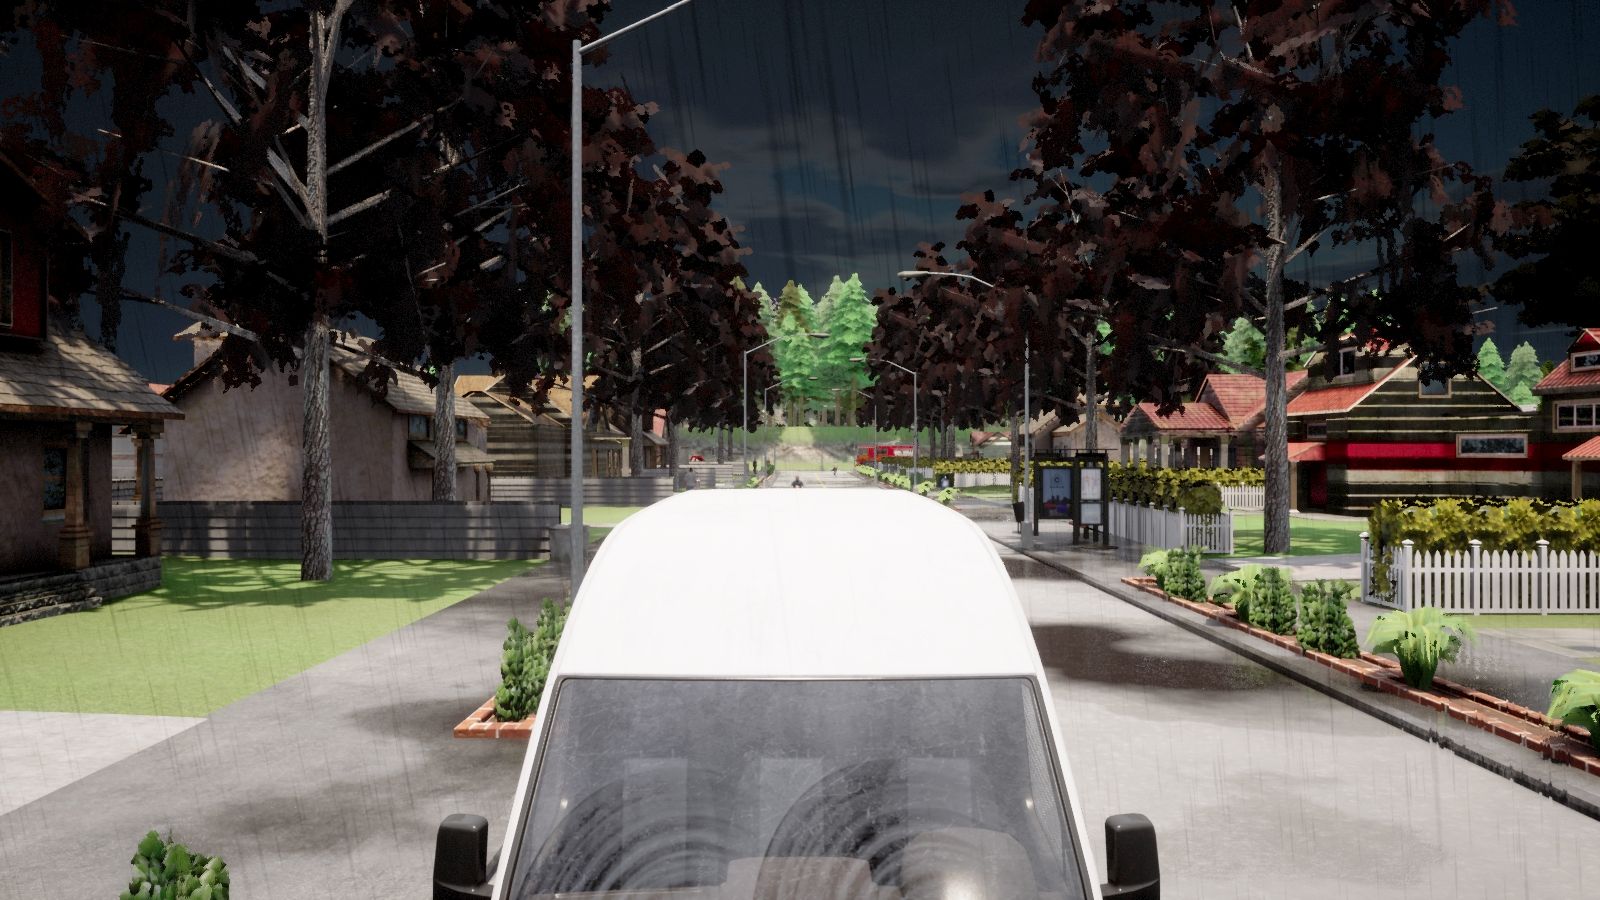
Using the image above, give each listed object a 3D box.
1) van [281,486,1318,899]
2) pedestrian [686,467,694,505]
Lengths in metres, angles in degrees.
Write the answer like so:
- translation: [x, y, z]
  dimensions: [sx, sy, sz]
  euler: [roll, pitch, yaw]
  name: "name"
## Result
- translation: [-0.006, 1.534, 5.149]
  dimensions: [1.988, 2.561, 5.915]
  euler: [0, 0, 0]
  name: "van"
- translation: [-5.363, 1.743, 55.496]
  dimensions: [0.375, 1.860, 0.375]
  euler: [0, 0, -3]
  name: "pedestrian"
